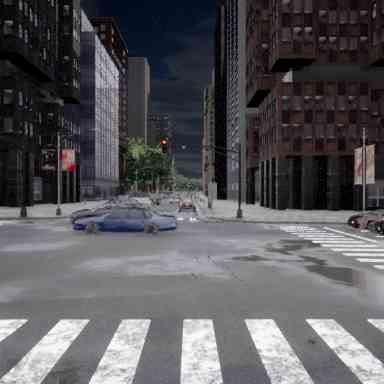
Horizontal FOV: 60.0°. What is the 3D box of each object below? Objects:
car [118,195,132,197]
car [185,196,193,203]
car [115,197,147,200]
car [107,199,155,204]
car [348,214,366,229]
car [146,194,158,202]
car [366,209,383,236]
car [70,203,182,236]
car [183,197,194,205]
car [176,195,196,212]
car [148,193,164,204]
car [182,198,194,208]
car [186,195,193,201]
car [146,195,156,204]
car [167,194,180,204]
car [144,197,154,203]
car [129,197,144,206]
[{"bbox_3d":[-9.090,1.331,44.397,2.192,1.841,5.009,0,0,0],"label":"car"},{"bbox_3d":[-0.692,1.606,71.727,1.752,1.417,4.829,0,0,0],"label":"car"},{"bbox_3d":[-6.380,1.544,35.101,2.033,1.411,5.357,0,0,0],"label":"car"},{"bbox_3d":[-5.057,1.438,20.857,4.902,1.511,2.128,1,0,0],"label":"car"},{"bbox_3d":[12.174,1.755,20.977,4.181,1.385,1.994,1,0,1],"label":"car"},{"bbox_3d":[-9.243,1.410,76.953,2.192,1.841,5.009,0,0,0],"label":"car"},{"bbox_3d":[12.313,1.676,17.575,5.008,1.535,1.882,1,0,-3],"label":"car"},{"bbox_3d":[-3.380,1.522,17.613,5.357,1.411,2.033,1,0,0],"label":"car"},{"bbox_3d":[-0.640,1.597,60.707,1.887,1.381,4.507,0,0,0],"label":"car"},{"bbox_3d":[-0.539,1.445,39.008,1.967,1.590,4.097,0,0,0],"label":"car"},{"bbox_3d":[-6.465,1.263,55.970,2.150,2.045,5.566,0,0,0],"label":"car"},{"bbox_3d":[-0.589,1.610,49.857,1.802,1.307,4.206,0,0,0],"label":"car"},{"bbox_3d":[-0.794,1.687,93.257,1.887,1.381,4.507,0,0,0],"label":"car"},{"bbox_3d":[-6.427,1.544,45.327,1.812,1.442,4.674,0,0,0],"label":"car"},{"bbox_3d":[-3.423,1.665,65.609,1.895,1.301,4.718,0,0,0],"label":"car"},{"bbox_3d":[-9.216,1.662,71.526,1.802,1.307,4.206,0,0,0],"label":"car"},{"bbox_3d":[-9.139,1.565,55.078,1.752,1.417,4.829,0,0,0],"label":"car"}]
